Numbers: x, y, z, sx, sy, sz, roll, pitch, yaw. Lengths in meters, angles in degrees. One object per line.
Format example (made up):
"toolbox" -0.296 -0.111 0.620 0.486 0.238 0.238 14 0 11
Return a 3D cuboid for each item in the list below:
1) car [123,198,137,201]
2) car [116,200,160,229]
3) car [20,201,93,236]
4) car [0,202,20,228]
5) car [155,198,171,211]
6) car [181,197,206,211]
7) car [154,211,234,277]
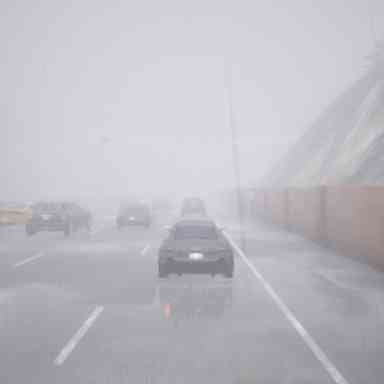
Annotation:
"car" -6.904 1.353 37.594 1.994 1.385 4.181 0 0 0
"car" -3.403 1.446 20.892 1.994 1.385 4.181 0 0 0
"car" -6.902 1.251 17.844 2.097 1.767 4.553 0 0 0
"car" -10.402 1.360 21.006 1.882 1.535 5.008 0 0 0
"car" -3.406 1.337 37.454 2.033 1.411 5.357 0 0 0
"car" 0.099 1.185 29.696 2.097 1.767 4.553 0 0 0
"car" 0.099 1.507 10.061 1.994 1.385 4.181 0 0 0
